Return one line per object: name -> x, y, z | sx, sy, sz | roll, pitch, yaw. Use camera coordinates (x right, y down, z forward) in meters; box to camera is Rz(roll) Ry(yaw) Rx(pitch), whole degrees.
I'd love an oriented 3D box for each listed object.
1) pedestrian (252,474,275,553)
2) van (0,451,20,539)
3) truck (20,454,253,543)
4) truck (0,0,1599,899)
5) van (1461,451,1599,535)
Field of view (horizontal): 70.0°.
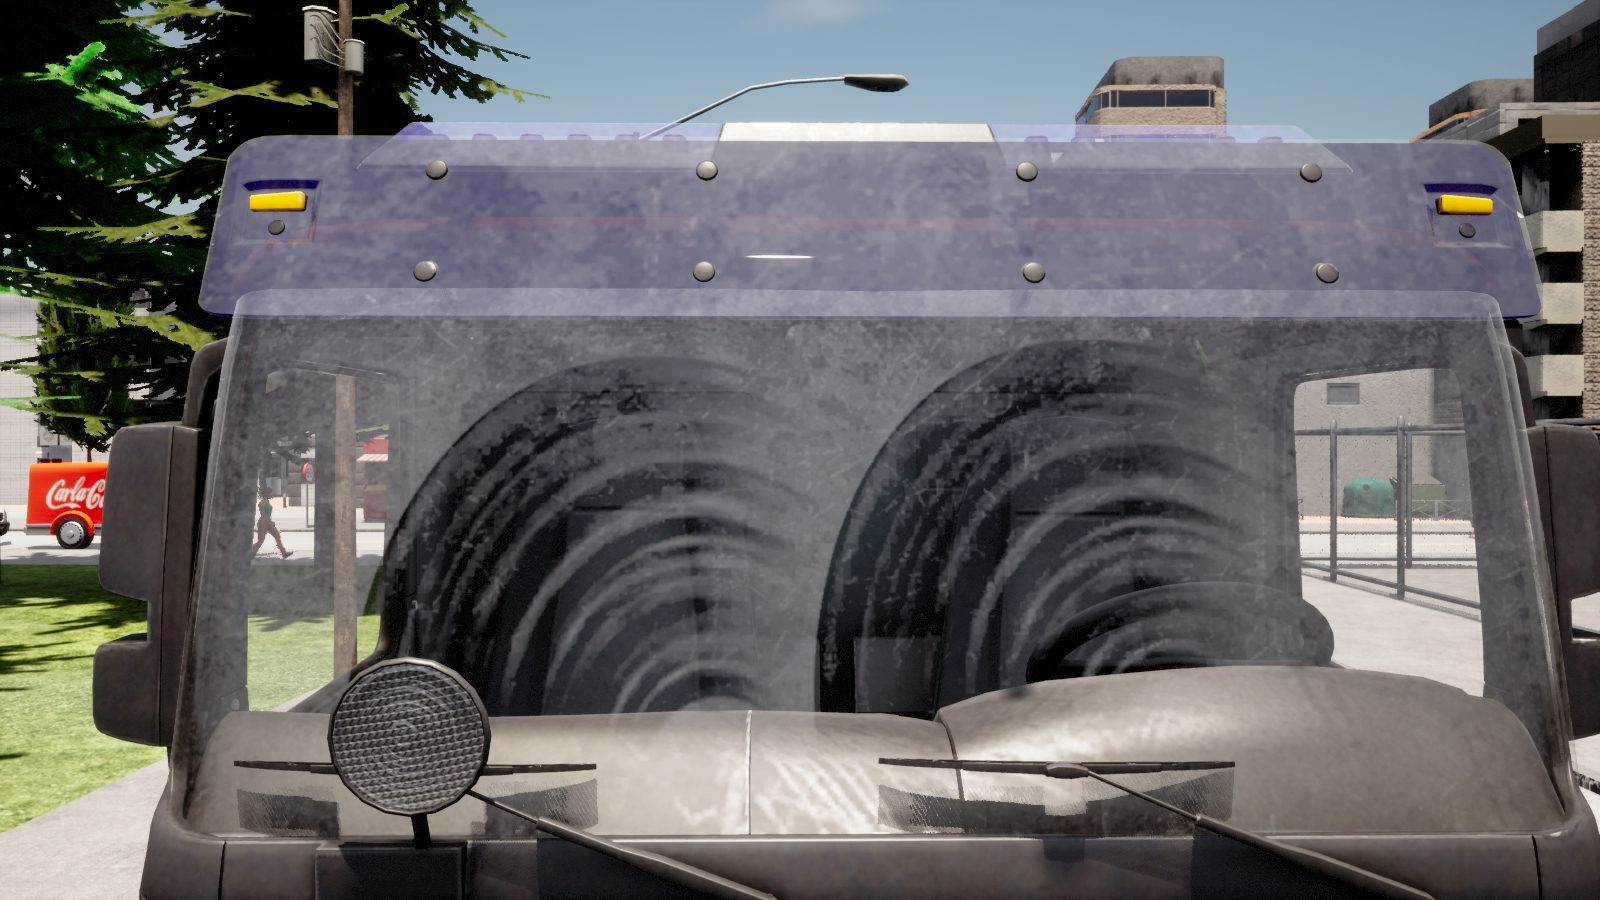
pedestrian -> -12.919, 1.523, 27.503 | 0.375, 1.860, 0.375 | 0, 0, 2
van -> -26.239, 1.314, 33.169 | 5.915, 2.561, 1.988 | 0, 0, 2
truck -> -19.012, 1.348, 32.943 | 5.204, 2.467, 2.627 | 0, 0, 1
truck -> 0.092, 0.670, 5.580 | 2.891, 3.827, 8.468 | 0, 0, -1
van -> 24.242, 1.314, 35.747 | 5.915, 2.561, 1.988 | 0, 0, 1
